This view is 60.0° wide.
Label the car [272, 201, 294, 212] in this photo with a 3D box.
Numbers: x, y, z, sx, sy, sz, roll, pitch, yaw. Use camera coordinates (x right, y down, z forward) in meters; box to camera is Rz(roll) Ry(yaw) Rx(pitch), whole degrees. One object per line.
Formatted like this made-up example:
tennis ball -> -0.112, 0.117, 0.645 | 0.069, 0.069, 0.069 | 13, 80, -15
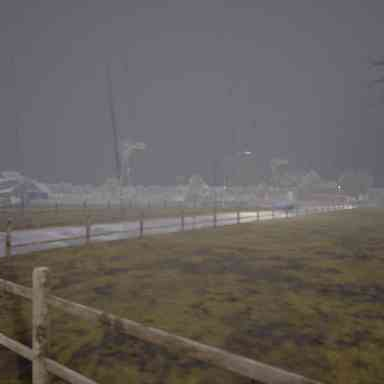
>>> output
car -> 13.741, 2.104, 50.055 | 1.882, 1.535, 5.008 | 2, 0, 36
